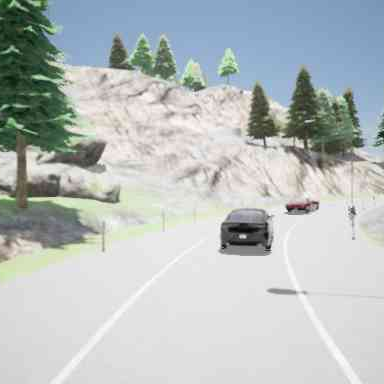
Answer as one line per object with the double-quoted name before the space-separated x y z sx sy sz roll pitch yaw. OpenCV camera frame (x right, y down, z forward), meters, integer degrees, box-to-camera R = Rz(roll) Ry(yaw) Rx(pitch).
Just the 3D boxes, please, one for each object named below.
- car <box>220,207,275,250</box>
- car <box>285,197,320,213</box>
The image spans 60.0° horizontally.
"car" 2.433 1.385 14.072 1.882 1.535 5.008 0 1 15
"car" 10.105 1.136 30.137 1.895 1.301 4.718 -1 1 35
